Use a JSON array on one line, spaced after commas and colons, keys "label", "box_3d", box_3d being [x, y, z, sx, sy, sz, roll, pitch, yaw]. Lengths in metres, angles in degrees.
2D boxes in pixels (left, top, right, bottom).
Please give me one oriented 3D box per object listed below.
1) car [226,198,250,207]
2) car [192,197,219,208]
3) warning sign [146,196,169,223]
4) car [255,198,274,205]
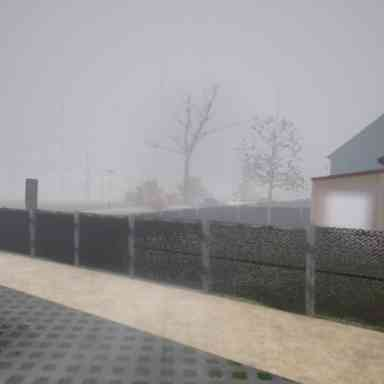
[{"label": "car", "box_3d": [6.163, 1.584, 44.574, 1.812, 1.442, 4.674, 4, 2, 32]}, {"label": "car", "box_3d": [1.850, 1.400, 43.064, 1.812, 1.442, 4.674, 4, 2, 32]}, {"label": "warning sign", "box_3d": [-2.656, 1.322, 25.764, 1.300, 1.860, 1.060, 5, 3, 32]}, {"label": "car", "box_3d": [11.807, 1.612, 53.671, 2.033, 1.411, 5.357, 4, 2, 32]}]
